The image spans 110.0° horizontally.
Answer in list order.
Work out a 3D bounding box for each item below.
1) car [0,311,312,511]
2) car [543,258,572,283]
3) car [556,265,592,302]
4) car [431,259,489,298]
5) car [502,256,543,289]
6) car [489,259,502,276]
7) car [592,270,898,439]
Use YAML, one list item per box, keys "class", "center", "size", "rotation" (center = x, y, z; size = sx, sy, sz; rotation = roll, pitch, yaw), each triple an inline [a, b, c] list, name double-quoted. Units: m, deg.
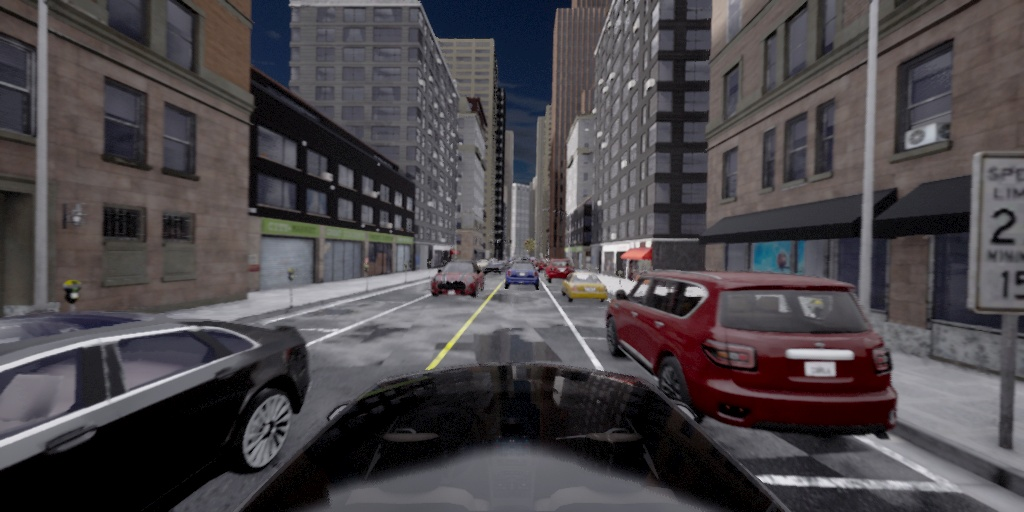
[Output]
- class: "car"
  center: [-3.157, 1.168, 1.928]
  size: [2.128, 1.511, 4.902]
  rotation: [1, 0, 2]
- class: "car"
  center: [3.690, 1.141, 28.279]
  size: [2.192, 1.841, 5.009]
  rotation: [0, 0, 2]
- class: "car"
  center: [3.308, 1.344, 17.156]
  size: [1.751, 1.417, 4.829]
  rotation: [0, 0, 2]
- class: "car"
  center: [-2.595, 1.039, 18.101]
  size: [2.097, 1.767, 4.553]
  rotation: [1, 0, 2]
- class: "car"
  center: [0.688, 1.112, 23.505]
  size: [2.097, 1.767, 4.553]
  rotation: [1, 0, 2]
- class: "car"
  center: [-1.844, 1.324, 37.346]
  size: [1.895, 1.301, 4.718]
  rotation: [1, 0, 2]
- class: "car"
  center: [2.915, 1.126, 5.694]
  size: [2.192, 1.841, 5.009]
  rotation: [0, 0, 2]
